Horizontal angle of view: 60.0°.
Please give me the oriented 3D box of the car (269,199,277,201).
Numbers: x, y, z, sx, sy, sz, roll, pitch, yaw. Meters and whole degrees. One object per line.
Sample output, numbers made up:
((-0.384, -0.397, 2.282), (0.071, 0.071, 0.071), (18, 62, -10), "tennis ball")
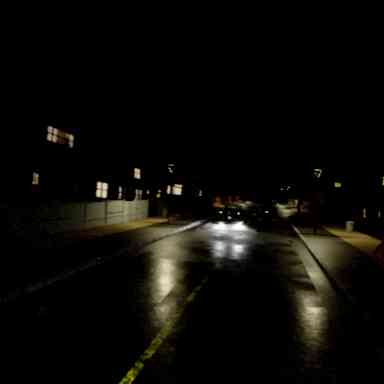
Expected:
((10.758, 2.005, 47.306), (1.837, 1.490, 4.892), (3, 1, 13), "car")

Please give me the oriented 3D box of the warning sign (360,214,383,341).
((3.563, 1.290, 5.327), (1.300, 1.860, 1.060), (0, -4, 13), "warning sign")

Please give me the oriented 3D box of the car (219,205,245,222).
((3.516, 1.768, 28.716), (1.895, 1.301, 4.718), (3, 0, 13), "car")

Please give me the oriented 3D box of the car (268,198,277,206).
((19.001, 2.320, 78.784), (1.882, 1.535, 5.008), (3, 0, 13), "car")

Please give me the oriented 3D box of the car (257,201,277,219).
((7.769, 1.932, 34.325), (1.994, 1.385, 4.181), (3, 0, 14), "car")
